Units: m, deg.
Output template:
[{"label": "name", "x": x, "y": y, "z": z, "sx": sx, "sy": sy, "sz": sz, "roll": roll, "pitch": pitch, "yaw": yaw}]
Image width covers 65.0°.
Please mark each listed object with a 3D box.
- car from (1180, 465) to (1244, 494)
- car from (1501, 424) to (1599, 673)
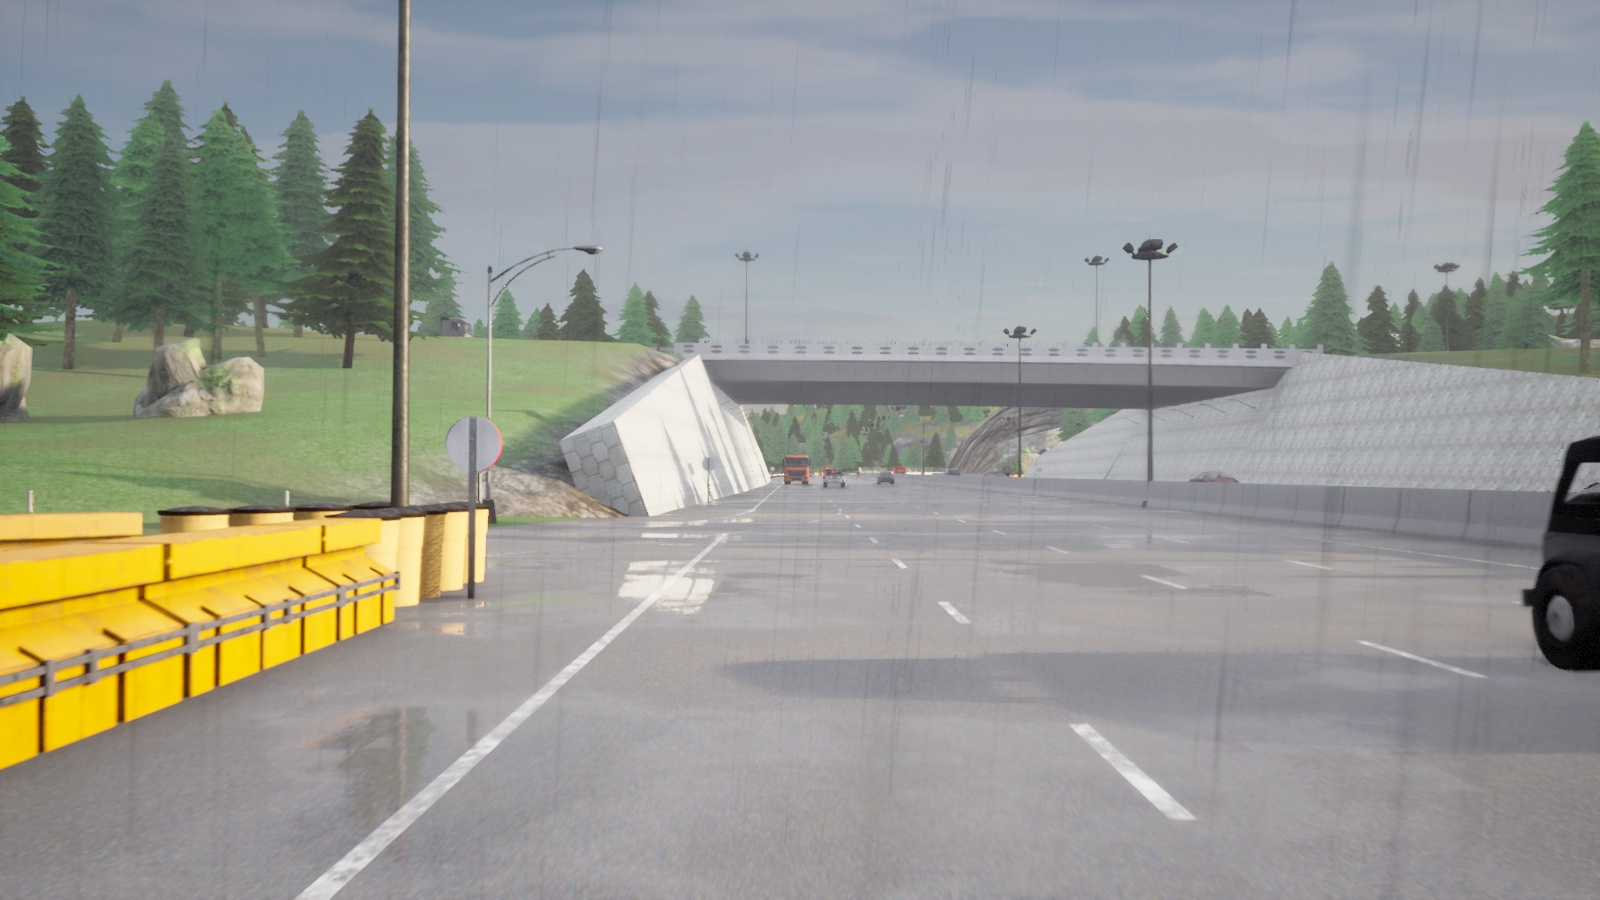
[{"label": "car", "x": 24.319, "y": 1.741, "z": 74.335, "sx": 2.152, "sy": 1.651, "sz": 5.027, "roll": 0, "pitch": -1, "yaw": 0}, {"label": "car", "x": 6.978, "y": 0.730, "z": 8.839, "sx": 1.905, "sy": 1.878, "sz": 3.866, "roll": 0, "pitch": -1, "yaw": 0}]
